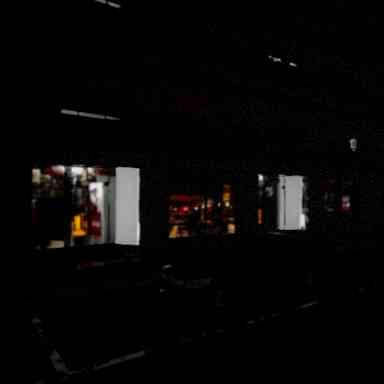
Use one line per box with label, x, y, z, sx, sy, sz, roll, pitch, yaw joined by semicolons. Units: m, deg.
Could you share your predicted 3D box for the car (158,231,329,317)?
car;1.292;1.561;7.334;4.206;1.307;1.802;0;0;-34
